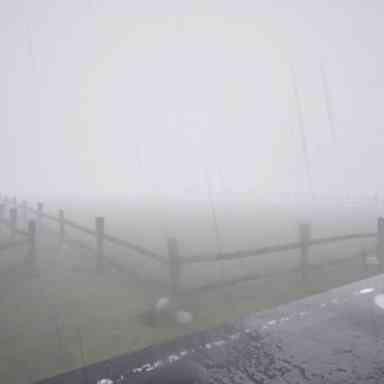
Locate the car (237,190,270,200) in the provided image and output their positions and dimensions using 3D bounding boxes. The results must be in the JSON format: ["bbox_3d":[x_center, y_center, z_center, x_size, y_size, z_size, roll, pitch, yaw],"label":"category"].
[{"bbox_3d":[9.717,0.405,51.050,1.882,1.535,5.008,0,1,-35],"label":"car"}]

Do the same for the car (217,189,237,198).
[{"bbox_3d":[6.499,0.211,60.658,2.128,1.511,4.902,0,1,-34],"label":"car"}]

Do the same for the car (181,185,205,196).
[{"bbox_3d":[0.195,-0.366,69.596,2.150,2.045,5.566,0,1,-35],"label":"car"}]

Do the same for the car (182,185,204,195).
[{"bbox_3d":[0.836,-0.334,63.888,1.882,1.535,5.008,0,1,-35],"label":"car"}]
